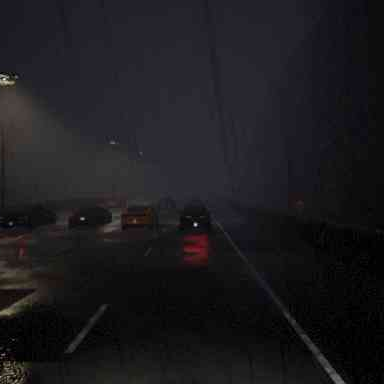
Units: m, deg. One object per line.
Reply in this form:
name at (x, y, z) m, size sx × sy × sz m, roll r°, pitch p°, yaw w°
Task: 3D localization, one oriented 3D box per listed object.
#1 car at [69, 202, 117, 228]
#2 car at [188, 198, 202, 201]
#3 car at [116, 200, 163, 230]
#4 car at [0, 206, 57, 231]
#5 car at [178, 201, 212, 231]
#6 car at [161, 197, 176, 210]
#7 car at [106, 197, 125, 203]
car at (-6.779, 1.624, 22.630) m, size 1.994 × 1.385 × 4.181 m, roll 0°, pitch 0°, yaw 0°
car at (0.368, 1.478, 44.172) m, size 1.994 × 1.385 × 4.181 m, roll 0°, pitch 1°, yaw 0°
car at (-3.285, 1.533, 21.676) m, size 1.882 × 1.535 × 5.008 m, roll 0°, pitch 0°, yaw 0°
car at (-10.291, 1.595, 21.238) m, size 1.812 × 1.442 × 4.674 m, roll 0°, pitch 0°, yaw 0°
car at (0.211, 1.556, 20.992) m, size 1.837 × 1.490 × 4.892 m, roll 0°, pitch 0°, yaw 0°
car at (-3.143, 1.443, 42.540) m, size 1.837 × 1.490 × 4.892 m, roll 0°, pitch 1°, yaw 0°
car at (-10.129, 1.408, 44.563) m, size 1.882 × 1.535 × 5.008 m, roll 0°, pitch 1°, yaw 0°
